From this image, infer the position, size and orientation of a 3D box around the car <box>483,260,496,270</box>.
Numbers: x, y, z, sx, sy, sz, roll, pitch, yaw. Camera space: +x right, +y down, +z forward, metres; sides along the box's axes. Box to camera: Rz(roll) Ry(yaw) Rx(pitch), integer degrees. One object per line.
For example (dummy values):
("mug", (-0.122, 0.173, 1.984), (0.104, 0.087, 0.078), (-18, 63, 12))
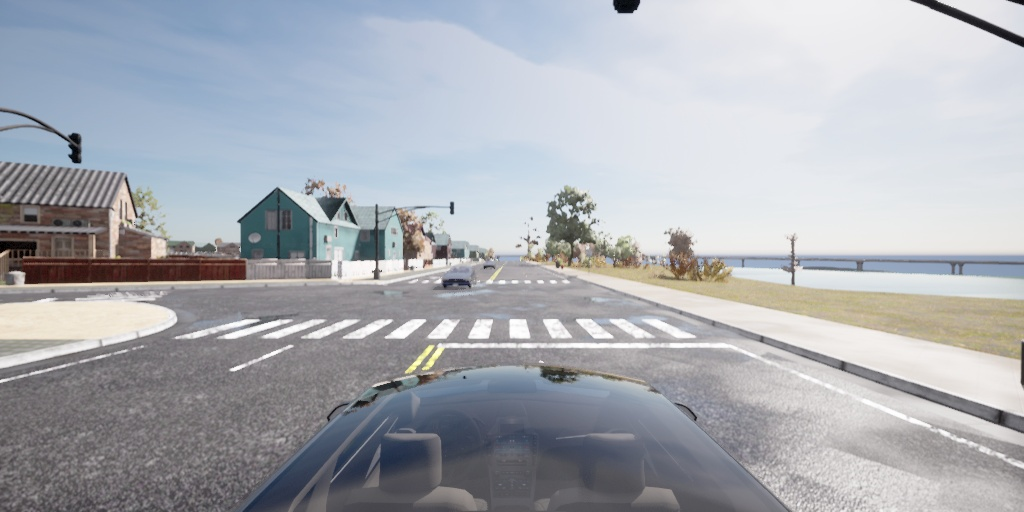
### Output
("car", (-3.546, 1.408, 57.151), (2.033, 1.411, 5.357), (0, 0, 0))

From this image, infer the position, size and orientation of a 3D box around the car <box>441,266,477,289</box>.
("car", (-3.373, 1.345, 23.976), (2.033, 1.411, 5.357), (0, 0, 0))
